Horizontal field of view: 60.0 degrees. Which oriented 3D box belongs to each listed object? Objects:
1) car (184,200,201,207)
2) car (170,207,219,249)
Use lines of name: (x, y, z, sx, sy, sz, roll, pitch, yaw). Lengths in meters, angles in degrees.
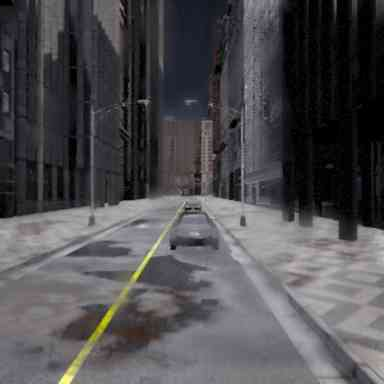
car: (0.098, 1.580, 37.865, 1.895, 1.301, 4.718, 0, 0, 0)
car: (0.098, 1.555, 14.546, 1.994, 1.385, 4.181, 0, 0, 0)
